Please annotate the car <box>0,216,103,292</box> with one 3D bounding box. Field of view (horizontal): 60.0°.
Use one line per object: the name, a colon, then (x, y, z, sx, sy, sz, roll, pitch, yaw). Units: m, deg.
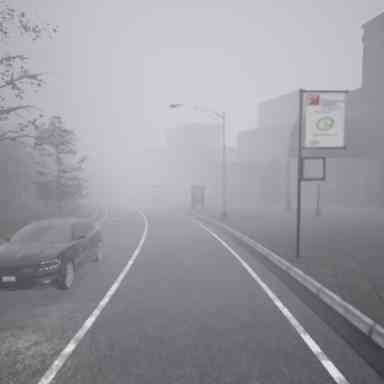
car: (-3.831, 1.502, 9.255, 1.882, 1.535, 5.008, -1, 0, -3)
